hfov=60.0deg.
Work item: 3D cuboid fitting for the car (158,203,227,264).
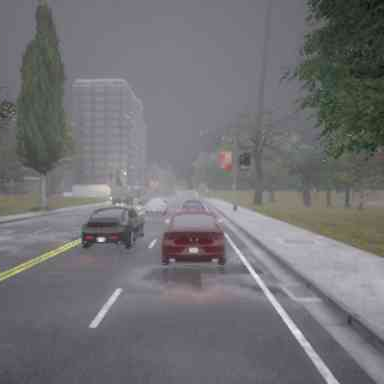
[{"bbox_3d":[0.070,1.370,11.354,1.882,1.535,5.008,0,1,1],"label":"car"}]

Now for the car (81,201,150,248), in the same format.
[{"bbox_3d":[-3.158,1.376,14.059,1.837,1.490,4.892,0,1,0],"label":"car"}]

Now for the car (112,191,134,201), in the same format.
[{"bbox_3d":[-9.760,0.897,47.354,2.150,2.045,5.566,0,0,0],"label":"car"}]

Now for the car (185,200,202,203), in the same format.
[{"bbox_3d":[0.085,1.338,25.211,2.033,1.411,5.357,0,0,1],"label":"car"}]

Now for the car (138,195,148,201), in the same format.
[{"bbox_3d":[-6.510,1.179,47.256,1.837,1.490,4.892,0,0,0],"label":"car"}]

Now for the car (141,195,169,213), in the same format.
[{"bbox_3d":[-3.128,1.288,30.033,1.812,1.442,4.674,0,0,0],"label":"car"}]
